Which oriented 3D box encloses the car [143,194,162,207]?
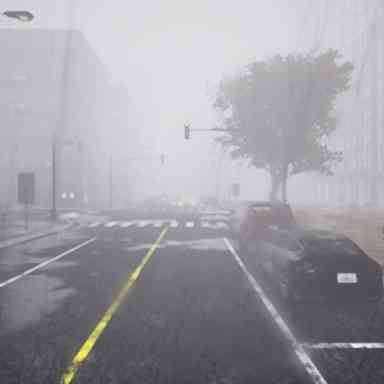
[{"bbox_3d":[-5.682,1.304,45.767,2.008,1.369,4.403,0,0,0],"label":"car"}]

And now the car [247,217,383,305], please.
[{"bbox_3d":[2.693,1.521,7.855,1.947,1.339,4.313,0,0,0],"label":"car"}]

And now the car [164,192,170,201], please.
[{"bbox_3d":[-5.679,1.093,67.897,1.967,1.590,4.097,0,0,0],"label":"car"}]

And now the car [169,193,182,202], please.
[{"bbox_3d":[-2.990,1.255,66.463,1.895,1.301,4.718,0,0,0],"label":"car"}]

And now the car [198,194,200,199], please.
[{"bbox_3d":[2.702,1.210,73.428,1.802,1.307,4.206,0,0,0],"label":"car"}]

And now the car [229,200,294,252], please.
[{"bbox_3d":[2.694,1.239,13.377,2.192,1.841,5.009,0,0,0],"label":"car"}]

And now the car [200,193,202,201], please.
[{"bbox_3d":[2.699,1.226,57.001,1.752,1.417,4.829,0,0,0],"label":"car"}]

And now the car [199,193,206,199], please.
[{"bbox_3d":[2.703,1.105,84.664,1.752,1.417,4.829,0,0,0],"label":"car"}]

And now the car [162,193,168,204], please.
[{"bbox_3d":[-5.681,1.252,56.833,2.008,1.369,4.403,0,0,0],"label":"car"}]

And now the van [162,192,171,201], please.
[{"bbox_3d":[-5.678,0.970,73.429,1.690,1.788,3.998,0,0,0],"label":"van"}]

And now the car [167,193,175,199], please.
[{"bbox_3d":[-5.676,0.999,90.028,1.967,1.590,4.097,0,0,0],"label":"car"}]

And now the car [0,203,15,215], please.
[{"bbox_3d":[-16.421,1.194,26.361,4.403,1.369,2.008,1,-1,-1],"label":"car"}]

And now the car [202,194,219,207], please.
[{"bbox_3d":[2.698,1.298,45.765,1.887,1.381,4.507,0,0,0],"label":"car"}]

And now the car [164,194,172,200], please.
[{"bbox_3d":[-5.677,1.187,78.962,1.802,1.307,4.206,0,0,0],"label":"car"}]

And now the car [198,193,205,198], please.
[{"bbox_3d":[2.705,1.081,95.559,1.887,1.381,4.507,0,0,0],"label":"car"}]
